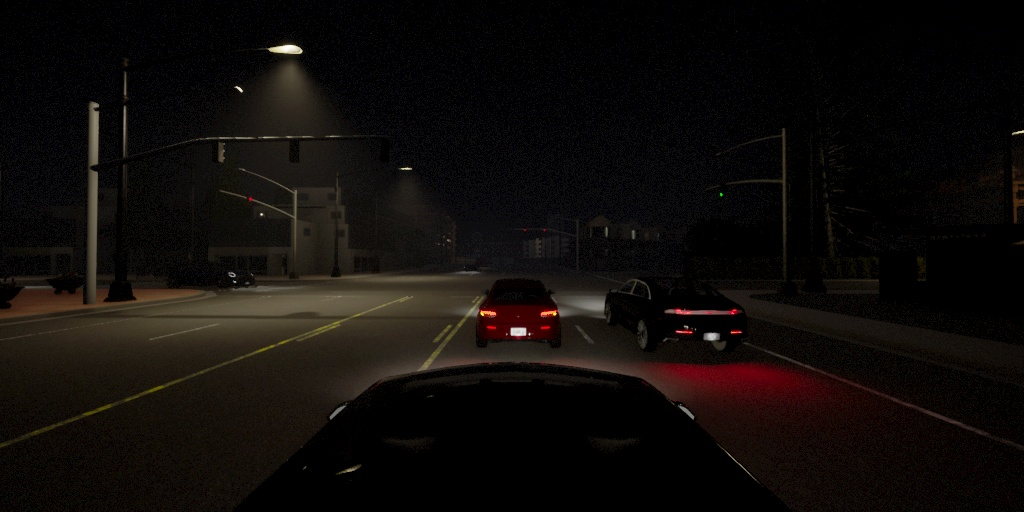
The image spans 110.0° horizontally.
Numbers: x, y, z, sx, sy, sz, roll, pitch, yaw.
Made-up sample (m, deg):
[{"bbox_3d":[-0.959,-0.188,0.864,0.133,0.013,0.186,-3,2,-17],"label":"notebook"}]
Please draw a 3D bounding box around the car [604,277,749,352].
[{"bbox_3d":[3.654,1.250,8.904,2.128,1.511,4.902,0,0,1],"label":"car"}]

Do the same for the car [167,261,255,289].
[{"bbox_3d":[-19.314,1.178,23.167,4.553,1.767,2.097,0,-1,1],"label":"car"}]

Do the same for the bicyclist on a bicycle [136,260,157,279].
[{"bbox_3d":[-31.208,1.149,31.265,1.656,1.620,0.582,22,6,-26],"label":"bicyclist on a bicycle"}]

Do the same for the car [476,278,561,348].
[{"bbox_3d":[0.163,1.288,9.149,1.812,1.442,4.674,0,0,1],"label":"car"}]

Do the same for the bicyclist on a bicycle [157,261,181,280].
[{"bbox_3d":[-29.295,1.231,31.027,1.656,1.620,0.582,1,-1,-22],"label":"bicyclist on a bicycle"}]

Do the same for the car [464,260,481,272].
[{"bbox_3d":[-6.410,1.744,56.343,1.895,1.301,4.718,0,0,0],"label":"car"}]
